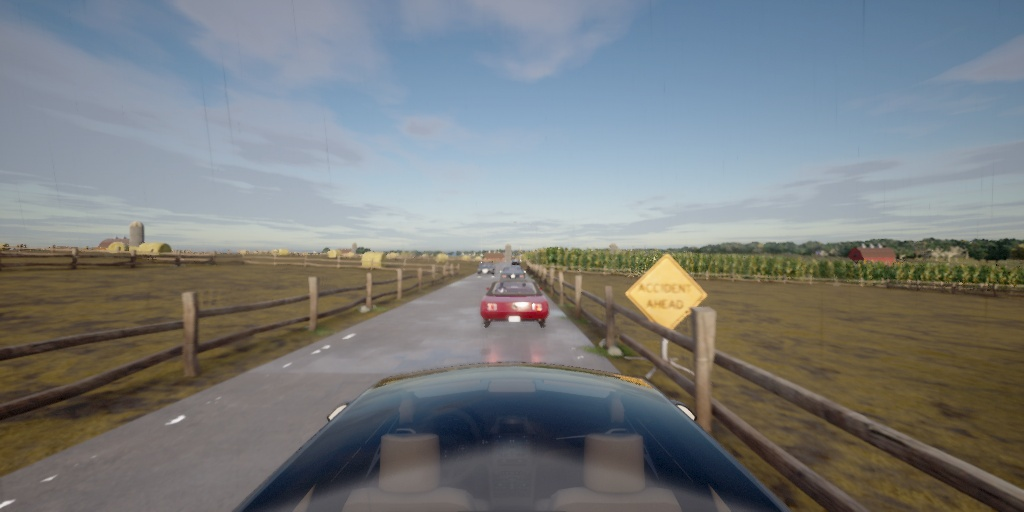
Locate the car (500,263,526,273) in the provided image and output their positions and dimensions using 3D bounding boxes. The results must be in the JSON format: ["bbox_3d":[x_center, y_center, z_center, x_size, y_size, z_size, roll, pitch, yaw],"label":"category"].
[{"bbox_3d":[0.072,1.448,27.118,2.033,1.411,5.357,0,0,0],"label":"car"}]

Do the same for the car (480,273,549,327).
[{"bbox_3d":[0.080,1.416,11.819,1.895,1.301,4.718,0,0,0],"label":"car"}]

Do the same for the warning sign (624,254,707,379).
[{"bbox_3d":[2.449,0.891,5.809,1.300,1.860,1.060,0,0,0],"label":"warning sign"}]

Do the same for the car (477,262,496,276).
[{"bbox_3d":[-2.864,1.450,40.776,2.128,1.511,4.902,0,0,0],"label":"car"}]
